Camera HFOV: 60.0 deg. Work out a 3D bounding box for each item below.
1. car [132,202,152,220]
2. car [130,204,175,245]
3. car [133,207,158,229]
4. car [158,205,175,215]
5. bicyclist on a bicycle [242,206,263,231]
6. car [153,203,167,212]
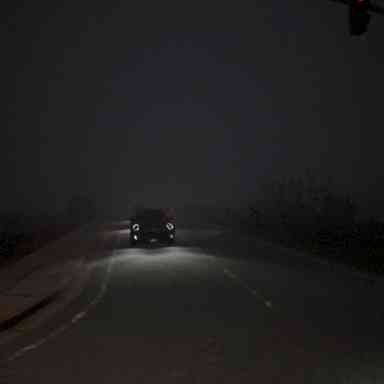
[{"bbox_3d":[-5.629,2.083,37.007,2.097,1.767,4.553,-1,-1,-10],"label":"car"},{"bbox_3d":[-2.135,1.674,17.362,2.097,1.767,4.553,-1,-1,-10],"label":"car"},{"bbox_3d":[-3.877,2.031,27.126,1.837,1.490,4.892,-1,-1,-10],"label":"car"},{"bbox_3d":[-3.620,2.481,46.460,1.895,1.301,4.718,-1,-1,-10],"label":"car"},{"bbox_3d":[4.174,1.791,22.410,1.656,1.620,0.582,-1,-1,-10],"label":"bicyclist on a bicycle"},{"bbox_3d":[-5.426,2.649,56.273,1.994,1.385,4.181,-1,-1,-10],"label":"car"}]
